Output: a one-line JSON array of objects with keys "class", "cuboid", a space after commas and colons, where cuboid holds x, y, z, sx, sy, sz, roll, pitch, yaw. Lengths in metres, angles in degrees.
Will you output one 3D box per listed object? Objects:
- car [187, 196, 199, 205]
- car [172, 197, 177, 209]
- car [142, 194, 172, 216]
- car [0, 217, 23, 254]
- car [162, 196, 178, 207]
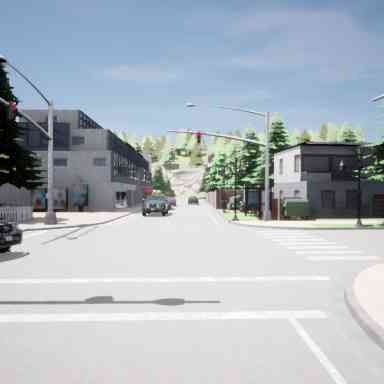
[{"class": "car", "cuboid": [0.239, 1.505, 59.528, 1.837, 1.490, 4.892, 0, 0, 0]}, {"class": "car", "cuboid": [-3.499, 1.492, 42.724, 2.128, 1.511, 4.902, 0, 0, 0]}, {"class": "car", "cuboid": [-3.525, 1.221, 32.674, 2.150, 2.045, 5.566, 0, 0, 0]}, {"class": "car", "cuboid": [-8.874, 1.234, 11.577, 5.566, 2.045, 2.150, 0, 0, 8]}, {"class": "car", "cuboid": [-3.459, 1.492, 52.992, 2.128, 1.511, 4.902, 0, 0, 0]}]
